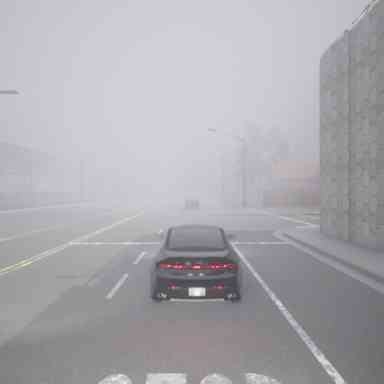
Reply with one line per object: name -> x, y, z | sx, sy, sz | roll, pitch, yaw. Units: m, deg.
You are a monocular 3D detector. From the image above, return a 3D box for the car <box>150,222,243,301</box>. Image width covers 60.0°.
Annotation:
car -> 0.084, 1.506, 8.297 | 1.837, 1.490, 4.892 | 0, 0, 0

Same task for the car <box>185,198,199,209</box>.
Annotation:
car -> 0.009, 1.491, 44.142 | 2.128, 1.511, 4.902 | 0, 0, 0
